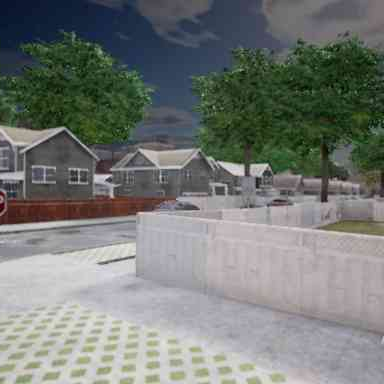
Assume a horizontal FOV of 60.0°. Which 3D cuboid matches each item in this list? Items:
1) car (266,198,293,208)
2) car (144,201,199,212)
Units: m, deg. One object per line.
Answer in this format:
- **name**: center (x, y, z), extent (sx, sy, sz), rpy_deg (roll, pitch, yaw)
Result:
- **car**: center (10.691, 1.500, 40.557), extent (1.882, 1.535, 5.008), rpy_deg (1, 0, 36)
- **car**: center (-1.387, 1.383, 23.595), extent (2.128, 1.511, 4.902), rpy_deg (1, 0, 35)
